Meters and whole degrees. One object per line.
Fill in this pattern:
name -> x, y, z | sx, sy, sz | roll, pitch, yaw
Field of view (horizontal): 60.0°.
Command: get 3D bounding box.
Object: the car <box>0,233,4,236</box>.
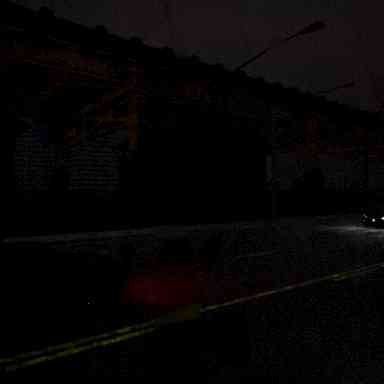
car -> -7.046, 1.478, 7.568 | 5.008, 1.535, 1.882 | 0, 0, -35

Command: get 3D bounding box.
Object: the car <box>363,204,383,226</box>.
car -> 13.192, 1.503, 21.945 | 4.892, 1.490, 1.837 | 0, 0, -35

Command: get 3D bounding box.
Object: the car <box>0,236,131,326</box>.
car -> -3.581, 1.601, 5.735 | 4.718, 1.301, 1.895 | 0, 0, -35
